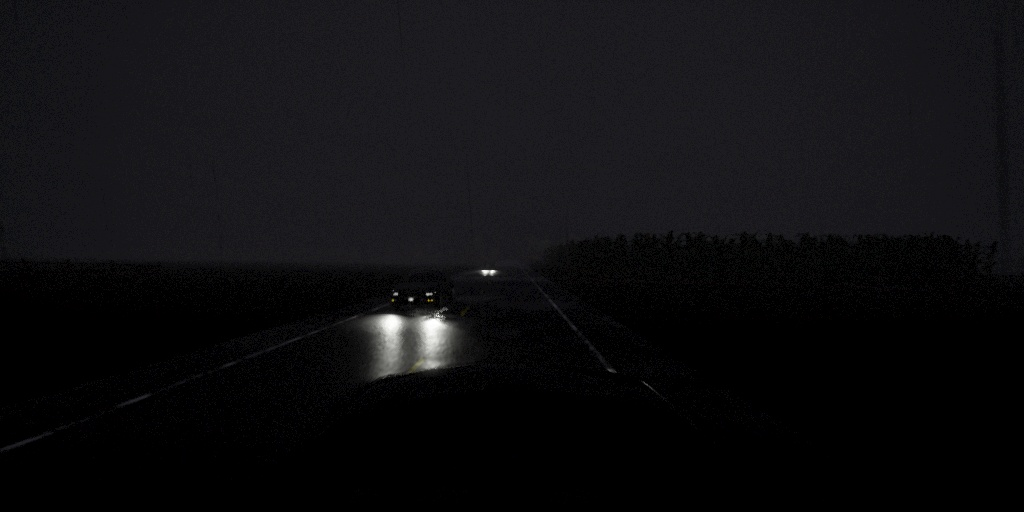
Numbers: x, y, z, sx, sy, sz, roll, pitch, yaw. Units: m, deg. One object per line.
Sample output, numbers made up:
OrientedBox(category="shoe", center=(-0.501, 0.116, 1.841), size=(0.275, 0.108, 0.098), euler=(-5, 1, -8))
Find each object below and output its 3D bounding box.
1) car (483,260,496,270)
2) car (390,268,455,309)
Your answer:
OrientedBox(category="car", center=(-3.546, 1.424, 56.456), size=(2.128, 1.511, 4.902), euler=(0, 0, 0))
OrientedBox(category="car", center=(-3.594, 1.303, 15.181), size=(1.837, 1.490, 4.892), euler=(0, 0, 0))
